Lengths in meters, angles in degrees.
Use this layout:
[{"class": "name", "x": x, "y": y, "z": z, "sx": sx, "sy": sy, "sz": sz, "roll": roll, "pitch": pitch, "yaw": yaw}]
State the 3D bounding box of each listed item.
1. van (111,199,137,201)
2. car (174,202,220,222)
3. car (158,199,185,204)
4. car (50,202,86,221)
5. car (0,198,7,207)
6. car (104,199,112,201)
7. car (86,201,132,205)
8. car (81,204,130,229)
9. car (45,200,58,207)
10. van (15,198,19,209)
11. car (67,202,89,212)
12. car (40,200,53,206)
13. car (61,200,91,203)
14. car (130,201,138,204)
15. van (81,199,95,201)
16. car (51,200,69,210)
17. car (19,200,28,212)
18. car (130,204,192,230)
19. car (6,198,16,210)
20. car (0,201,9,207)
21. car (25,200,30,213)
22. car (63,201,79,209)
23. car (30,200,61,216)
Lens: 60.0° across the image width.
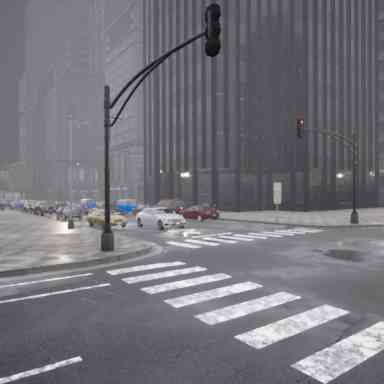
[{"class": "van", "x": -8.250, "y": 1.830, "z": 41.880, "sx": 1.690, "sy": 1.788, "sz": 3.998, "roll": -1, "pitch": 0, "yaw": -35}, {"class": "car", "x": 0.568, "y": 1.827, "z": 29.421, "sx": 1.887, "sy": 1.381, "sz": 4.507, "roll": -1, "pitch": 0, "yaw": -35}, {"class": "car", "x": -2.375, "y": 1.666, "z": 33.574, "sx": 2.192, "sy": 1.841, "sz": 5.009, "roll": -1, "pitch": 0, "yaw": -35}, {"class": "car", "x": -12.046, "y": 2.003, "z": 32.468, "sx": 2.008, "sy": 1.369, "sz": 4.403, "roll": -1, "pitch": 0, "yaw": -35}, {"class": "car", "x": -41.265, "y": 2.664, "z": 73.672, "sx": 1.887, "sy": 1.381, "sz": 4.507, "roll": -1, "pitch": 0, "yaw": -35}, {"class": "car", "x": -11.188, "y": 1.873, "z": 46.033, "sx": 2.192, "sy": 1.841, "sz": 5.009, "roll": -1, "pitch": 0, "yaw": -35}, {"class": "car", "x": -7.911, "y": 1.887, "z": 31.260, "sx": 2.128, "sy": 1.511, "sz": 4.902, "roll": 0, "pitch": -1, "yaw": -35}, {"class": "car", "x": -6.296, "y": 1.842, "z": 24.358, "sx": 1.752, "sy": 1.417, "sz": 4.829, "roll": -1, "pitch": 0, "yaw": -35}, {"class": "car", "x": -31.705, "y": 2.592, "z": 74.930, "sx": 1.947, "sy": 1.339, "sz": 4.313, "roll": -1, "pitch": 0, "yaw": -35}, {"class": "van", "x": -26.181, "y": 2.121, "z": 52.395, "sx": 1.690, "sy": 1.788, "sz": 3.998, "roll": -1, "pitch": 0, "yaw": -35}, {"class": "car", "x": -17.060, "y": 2.255, "z": 49.568, "sx": 1.895, "sy": 1.301, "sz": 4.718, "roll": 0, "pitch": -1, "yaw": -35}, {"class": "car", "x": -34.715, "y": 2.657, "z": 79.174, "sx": 1.947, "sy": 1.339, "sz": 4.313, "roll": -1, "pitch": 0, "yaw": -35}, {"class": "car", "x": -13.763, "y": 2.057, "z": 39.529, "sx": 1.812, "sy": 1.442, "sz": 4.674, "roll": 0, "pitch": -1, "yaw": -35}, {"class": "car", "x": -5.306, "y": 2.002, "z": 37.727, "sx": 1.802, "sy": 1.307, "sz": 4.206, "roll": -1, "pitch": 0, "yaw": -35}, {"class": "van", "x": -17.063, "y": 2.035, "z": 54.339, "sx": 1.690, "sy": 1.788, "sz": 3.998, "roll": -1, "pitch": 0, "yaw": -35}, {"class": "car", "x": -23.041, "y": 2.268, "z": 57.951, "sx": 1.882, "sy": 1.535, "sz": 5.008, "roll": 0, "pitch": -1, "yaw": -35}, {"class": "car", "x": -23.353, "y": 2.155, "z": 48.409, "sx": 1.967, "sy": 1.590, "sz": 4.097, "roll": -1, "pitch": 0, "yaw": -35}, {"class": "car", "x": -2.311, "y": 1.789, "z": 23.375, "sx": 1.812, "sy": 1.442, "sz": 4.674, "roll": 0, "pitch": -1, "yaw": -37}, {"class": "car", "x": -31.935, "y": 2.351, "z": 60.511, "sx": 1.967, "sy": 1.590, "sz": 4.097, "roll": -1, "pitch": 0, "yaw": -35}, {"class": "car", "x": -44.374, "y": 2.768, "z": 78.058, "sx": 1.802, "sy": 1.307, "sz": 4.206, "roll": -1, "pitch": 0, "yaw": -35}, {"class": "car", "x": -20.525, "y": 2.194, "z": 44.424, "sx": 1.887, "sy": 1.381, "sz": 4.507, "roll": -1, "pitch": 0, "yaw": -35}, {"class": "car", "x": -22.678, "y": 2.404, "z": 62.199, "sx": 1.802, "sy": 1.307, "sz": 4.206, "roll": -1, "pitch": 0, "yaw": -35}, {"class": "car", "x": -17.704, "y": 1.899, "z": 40.439, "sx": 2.192, "sy": 1.841, "sz": 5.009, "roll": -1, "pitch": 0, "yaw": -35}]
